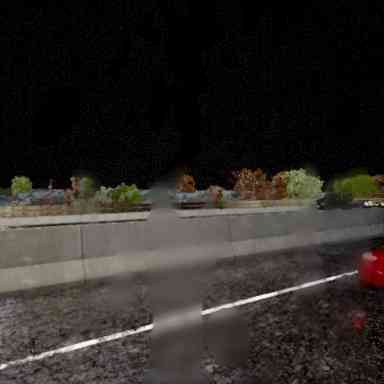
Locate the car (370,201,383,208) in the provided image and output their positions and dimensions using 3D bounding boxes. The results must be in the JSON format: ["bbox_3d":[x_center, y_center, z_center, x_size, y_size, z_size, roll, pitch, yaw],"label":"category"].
[{"bbox_3d":[18.600,1.476,29.752,5.357,1.411,2.033,0,0,-34],"label":"car"}]

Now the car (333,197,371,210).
[{"bbox_3d":[16.633,1.474,32.649,5.357,1.411,2.033,0,0,-34],"label":"car"}]

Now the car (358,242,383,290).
[{"bbox_3d":[5.778,1.540,7.820,4.181,1.385,1.994,0,0,-35],"label":"car"}]

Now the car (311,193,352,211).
[{"bbox_3d":[15.277,1.148,35.953,5.566,2.045,2.150,0,0,-34],"label":"car"}]
